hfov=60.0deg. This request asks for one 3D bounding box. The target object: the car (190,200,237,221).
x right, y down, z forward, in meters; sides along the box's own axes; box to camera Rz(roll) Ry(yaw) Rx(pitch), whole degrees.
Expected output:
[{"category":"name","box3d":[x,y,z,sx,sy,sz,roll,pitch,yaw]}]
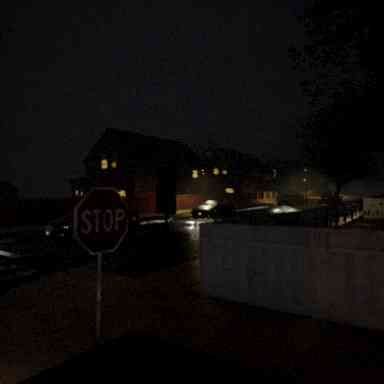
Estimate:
[{"category":"car","box3d":[1.676,1.316,24.809,1.994,1.385,4.181,1,2,35]}]

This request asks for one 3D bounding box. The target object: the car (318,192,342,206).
[{"category":"car","box3d":[17.704,0.803,42.432,2.097,1.767,4.553,1,2,35]}]

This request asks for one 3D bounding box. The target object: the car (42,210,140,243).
[{"category":"car","box3d":[-4.621,1.409,15.872,2.128,1.511,4.902,1,2,35]}]

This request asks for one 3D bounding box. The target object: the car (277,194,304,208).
[{"category":"car","box3d":[11.499,0.975,38.692,1.882,1.535,5.008,1,1,36]}]
